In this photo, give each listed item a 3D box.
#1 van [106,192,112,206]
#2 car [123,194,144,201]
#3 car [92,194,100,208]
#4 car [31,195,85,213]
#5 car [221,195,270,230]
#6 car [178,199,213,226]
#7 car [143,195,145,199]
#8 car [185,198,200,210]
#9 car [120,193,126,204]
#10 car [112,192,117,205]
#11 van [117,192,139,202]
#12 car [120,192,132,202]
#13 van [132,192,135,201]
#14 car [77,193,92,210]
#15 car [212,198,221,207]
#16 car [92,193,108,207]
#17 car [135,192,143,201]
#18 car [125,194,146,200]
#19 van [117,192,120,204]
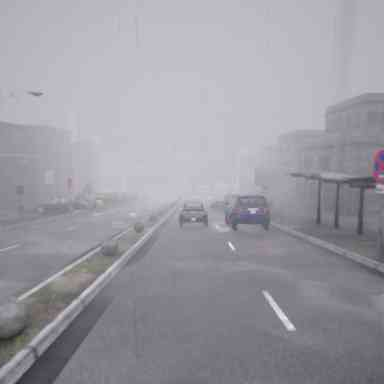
[{"bbox_3d":[-13.960,1.125,46.770,4.442,1.987,1.878,-1,0,-20],"label":"van"},{"bbox_3d":[-14.144,1.295,80.229,4.674,1.452,2.002,-1,0,-20],"label":"car"},{"bbox_3d":[-14.078,1.401,40.616,4.792,1.488,2.163,-1,0,-20],"label":"car"},{"bbox_3d":[-14.009,1.393,34.530,4.892,1.521,2.231,-1,0,-20],"label":"car"},{"bbox_3d":[3.341,1.184,20.816,2.150,2.045,5.566,0,0,0],"label":"car"},{"bbox_3d":[0.094,1.450,22.819,2.128,1.511,4.902,0,0,0],"label":"car"},{"bbox_3d":[-13.962,1.258,77.248,5.366,1.575,1.946,-1,0,-20],"label":"car"},{"bbox_3d":[0.092,1.523,43.064,1.895,1.301,4.718,0,0,0],"label":"car"},{"bbox_3d":[-14.081,1.327,55.864,4.892,1.521,2.231,-1,0,-20],"label":"car"},{"bbox_3d":[-14.043,1.217,49.778,4.553,1.767,2.185,-1,0,-20],"label":"car"},{"bbox_3d":[-14.241,1.048,74.094,4.442,1.987,1.878,-1,0,-20],"label":"van"},{"bbox_3d":[-14.122,1.066,58.895,5.566,2.045,2.435,-1,0,-20],"label":"car"},{"bbox_3d":[-14.002,1.072,65.044,4.442,1.987,1.878,-1,0,-20],"label":"van"},{"bbox_3d":[-14.070,1.256,37.572,4.553,1.767,2.185,-1,0,-20],"label":"car"},{"bbox_3d":[3.342,1.449,42.838,1.812,1.442,4.674,0,0,0],"label":"car"},{"bbox_3d":[-14.232,1.361,43.610,5.366,1.575,1.946,-1,0,-20],"label":"car"},{"bbox_3d":[-14.101,1.030,71.106,5.566,2.045,2.435,-1,0,-20],"label":"car"},{"bbox_3d":[-14.141,1.247,83.272,4.892,1.521,2.231,-1,0,-20],"label":"car"},{"bbox_3d":[-14.190,1.110,52.772,4.442,1.987,1.878,-1,0,-20],"label":"van"}]
